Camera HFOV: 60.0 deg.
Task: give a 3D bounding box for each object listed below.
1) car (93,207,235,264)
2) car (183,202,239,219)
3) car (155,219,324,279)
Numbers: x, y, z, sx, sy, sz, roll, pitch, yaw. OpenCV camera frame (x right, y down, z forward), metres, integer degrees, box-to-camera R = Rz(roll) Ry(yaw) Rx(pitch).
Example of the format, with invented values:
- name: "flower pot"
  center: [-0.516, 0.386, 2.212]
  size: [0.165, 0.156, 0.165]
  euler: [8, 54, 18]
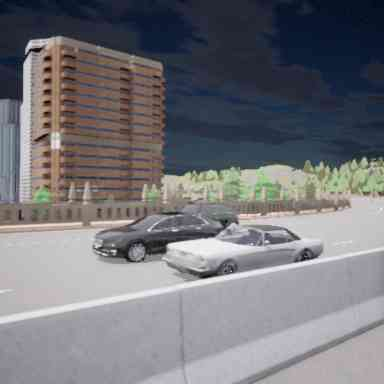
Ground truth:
- name: "car"
  center: [-1.019, 1.486, 11.863]
  size: [4.892, 1.490, 1.837]
  euler: [1, 0, -35]
- name: "car"
  center: [0.278, 1.344, 17.085]
  size: [4.553, 1.767, 2.097]
  euler: [1, 0, -36]
- name: "car"
  center: [1.578, 1.610, 9.399]
  size: [4.718, 1.301, 1.895]
  euler: [1, 0, -35]
